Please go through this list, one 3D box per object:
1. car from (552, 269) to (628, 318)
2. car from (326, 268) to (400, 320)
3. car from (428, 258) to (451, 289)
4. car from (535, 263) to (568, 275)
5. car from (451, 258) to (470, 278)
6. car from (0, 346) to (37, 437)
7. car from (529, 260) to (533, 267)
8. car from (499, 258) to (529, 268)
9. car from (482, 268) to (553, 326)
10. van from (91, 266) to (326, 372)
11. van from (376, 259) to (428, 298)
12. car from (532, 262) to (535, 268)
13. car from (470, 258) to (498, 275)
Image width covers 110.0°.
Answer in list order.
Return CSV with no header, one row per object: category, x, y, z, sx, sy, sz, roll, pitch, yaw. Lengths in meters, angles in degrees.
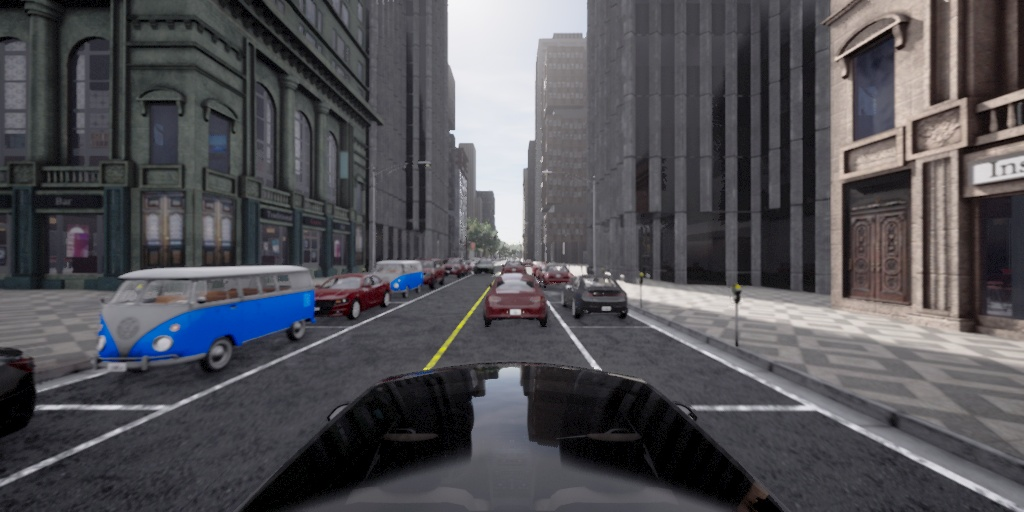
car,2.789,1.317,12.749,2.007,1.370,4.403,0,0,0
car,-5.737,1.312,12.764,1.888,1.381,4.507,0,0,0
car,-5.709,1.098,23.647,2.192,1.841,5.009,0,0,0
car,2.817,1.224,23.630,1.967,1.591,4.097,0,0,0
car,-5.681,1.116,34.528,2.192,1.841,5.009,0,0,0
car,-5.765,1.316,1.881,1.948,1.339,4.313,0,0,0
car,2.844,1.346,34.511,1.888,1.381,4.507,0,0,0
car,0.167,1.148,31.655,2.097,1.767,4.553,0,0,0
car,0.108,1.291,11.639,1.812,1.442,4.674,0,0,0
van,-5.751,1.099,7.323,1.690,1.789,3.998,0,0,0
van,-5.723,1.116,18.205,1.690,1.789,3.998,0,0,0
car,2.830,1.374,29.071,1.802,1.307,4.207,0,0,0
car,-2.999,1.163,39.392,2.097,1.767,4.553,0,0,0
